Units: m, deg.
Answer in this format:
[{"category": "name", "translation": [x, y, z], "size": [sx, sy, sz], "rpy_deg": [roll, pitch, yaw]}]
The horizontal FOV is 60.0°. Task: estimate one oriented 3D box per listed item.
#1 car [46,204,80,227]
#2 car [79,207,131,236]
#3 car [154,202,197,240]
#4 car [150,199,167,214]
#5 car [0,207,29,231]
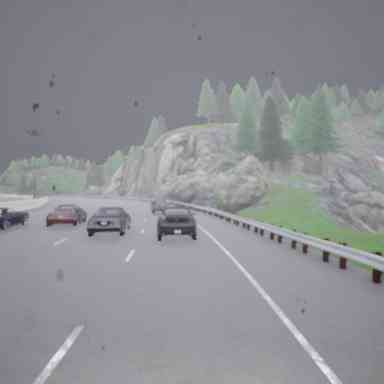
[{"category": "car", "translation": [-8.559, 1.547, 23.016], "size": [1.994, 1.385, 4.181], "rpy_deg": [0, 0, -7]}, {"category": "car", "translation": [-4.452, 1.529, 18.340], "size": [2.033, 1.411, 5.357], "rpy_deg": [0, 0, -6]}, {"category": "car", "translation": [-0.843, 1.482, 16.927], "size": [1.837, 1.490, 4.892], "rpy_deg": [0, 0, -5]}, {"category": "car", "translation": [-3.451, 1.503, 35.552], "size": [2.033, 1.411, 5.357], "rpy_deg": [0, 0, -11]}, {"category": "car", "translation": [-11.741, 1.593, 20.439], "size": [1.895, 1.301, 4.718], "rpy_deg": [0, 0, -7]}]
